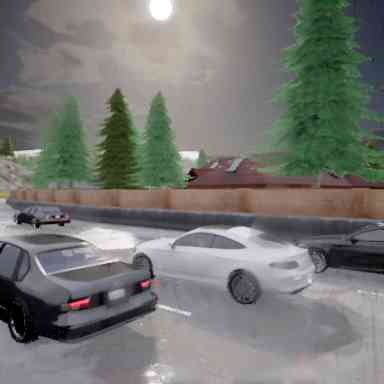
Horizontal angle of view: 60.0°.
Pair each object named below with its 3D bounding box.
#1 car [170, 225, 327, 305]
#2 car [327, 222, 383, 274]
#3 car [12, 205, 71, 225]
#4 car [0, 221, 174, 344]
[{"bbox_3d":[0.535,1.534,8.094,4.674,1.442,1.812,0,0,37],"label":"car"},{"bbox_3d":[5.174,1.551,8.985,4.674,1.442,1.812,0,0,36],"label":"car"},{"bbox_3d":[-9.836,1.525,21.604,5.357,1.411,2.033,0,0,44],"label":"car"},{"bbox_3d":[-3.072,1.541,6.432,5.357,1.411,2.033,0,0,38],"label":"car"}]
